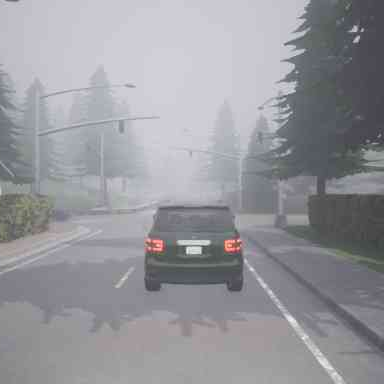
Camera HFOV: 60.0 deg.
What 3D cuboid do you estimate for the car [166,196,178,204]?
[{"bbox_3d":[-3.956,1.505,64.287,1.837,1.490,4.892,0,0,-8],"label":"car"}]

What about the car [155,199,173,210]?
[{"bbox_3d":[-3.650,1.601,43.949,1.895,1.301,4.718,0,0,0],"label":"car"}]

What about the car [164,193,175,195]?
[{"bbox_3d":[-3.654,1.221,53.858,2.150,2.045,5.566,0,0,-1],"label":"car"}]

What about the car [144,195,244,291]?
[{"bbox_3d":[0.052,1.221,9.118,2.150,2.045,5.566,0,0,0],"label":"car"}]

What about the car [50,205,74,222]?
[{"bbox_3d":[-11.567,1.511,25.687,4.674,1.442,1.812,0,0,0],"label":"car"}]

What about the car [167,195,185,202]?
[{"bbox_3d":[-3.631,1.524,74.067,1.812,1.442,4.674,0,0,-35],"label":"car"}]
